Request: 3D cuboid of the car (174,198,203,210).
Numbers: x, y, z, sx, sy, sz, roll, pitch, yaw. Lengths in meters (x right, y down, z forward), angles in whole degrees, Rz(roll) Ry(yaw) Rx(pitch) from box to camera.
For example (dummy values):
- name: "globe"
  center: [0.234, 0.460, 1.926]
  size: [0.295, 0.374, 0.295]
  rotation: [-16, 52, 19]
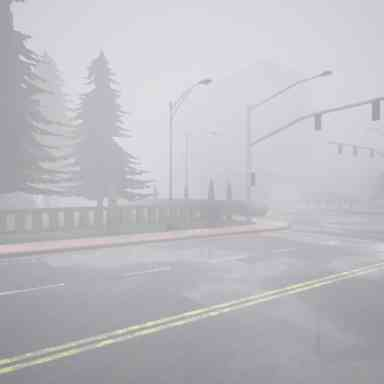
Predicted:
- name: "car"
  center: [-0.525, 1.564, 45.026]
  size: [1.994, 1.385, 4.181]
  rotation: [0, 0, -35]

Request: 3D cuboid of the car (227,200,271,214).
- name: "car"
  center: [6.005, 1.600, 35.838]
  size: [1.895, 1.301, 4.718]
  rotation: [0, 0, -35]

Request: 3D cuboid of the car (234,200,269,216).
- name: "car"
  center: [4.886, 1.504, 31.373]
  size: [1.837, 1.490, 4.892]
  rotation: [0, 0, -35]

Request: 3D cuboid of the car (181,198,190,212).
- name: "car"
  center: [-0.561, 1.504, 39.032]
  size: [1.837, 1.490, 4.892]
  rotation: [0, 0, -35]
